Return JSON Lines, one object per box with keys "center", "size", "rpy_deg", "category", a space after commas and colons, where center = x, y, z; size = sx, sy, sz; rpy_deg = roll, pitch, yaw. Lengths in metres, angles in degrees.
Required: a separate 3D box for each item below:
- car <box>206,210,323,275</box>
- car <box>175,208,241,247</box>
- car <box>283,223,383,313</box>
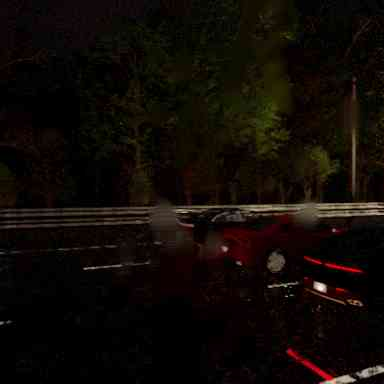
{"center": [3.170, 1.442, 10.288], "size": [5.008, 1.535, 1.882], "rpy_deg": [0, 0, -24], "category": "car"}
{"center": [1.750, 1.426, 13.487], "size": [4.902, 1.511, 2.128], "rpy_deg": [0, 0, -24], "category": "car"}
{"center": [4.561, 1.498, 7.080], "size": [4.892, 1.490, 1.837], "rpy_deg": [0, 0, -24], "category": "car"}
